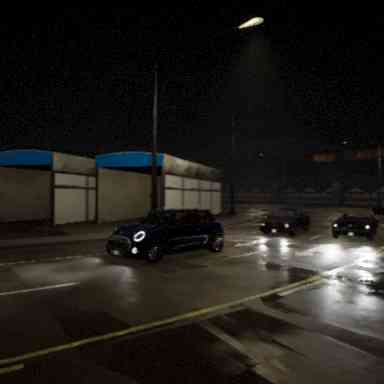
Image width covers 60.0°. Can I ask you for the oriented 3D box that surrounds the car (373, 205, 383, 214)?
[{"bbox_3d":[22.534,2.068,37.858,1.895,1.301,4.718,0,0,3],"label":"car"}]

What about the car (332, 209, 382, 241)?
[{"bbox_3d":[9.106,1.811,18.407,1.895,1.301,4.718,0,-1,33],"label":"car"}]

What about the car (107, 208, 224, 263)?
[{"bbox_3d":[-0.869,1.432,12.497,4.553,1.767,2.097,1,-1,-44],"label":"car"}]

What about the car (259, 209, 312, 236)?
[{"bbox_3d":[5.881,1.742,20.278,2.033,1.411,5.357,0,0,33],"label":"car"}]
